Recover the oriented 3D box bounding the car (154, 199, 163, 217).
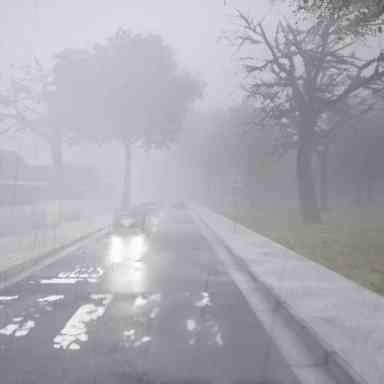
[{"bbox_3d":[-4.220,1.643,33.020,1.837,1.490,4.892,0,-1,-2],"label":"car"}]

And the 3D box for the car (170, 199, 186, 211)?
[{"bbox_3d":[-1.869,1.716,44.245,2.128,1.511,4.902,0,0,-3],"label":"car"}]

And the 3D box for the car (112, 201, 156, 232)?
[{"bbox_3d":[-3.690,1.552,20.828,2.128,1.511,4.902,0,0,-2],"label":"car"}]

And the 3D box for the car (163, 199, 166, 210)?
[{"bbox_3d":[-4.818,1.780,48.707,2.128,1.511,4.902,0,0,-3],"label":"car"}]

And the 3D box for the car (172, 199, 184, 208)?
[{"bbox_3d":[-2.328,1.916,54.684,1.895,1.301,4.718,0,0,-3],"label":"car"}]
